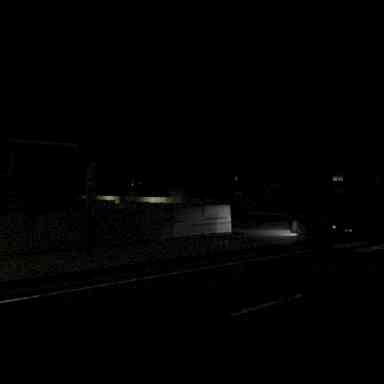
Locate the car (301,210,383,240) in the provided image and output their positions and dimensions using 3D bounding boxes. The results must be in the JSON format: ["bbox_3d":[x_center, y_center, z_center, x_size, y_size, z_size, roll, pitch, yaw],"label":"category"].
[{"bbox_3d":[8.027,1.552,15.853,5.357,1.411,2.033,0,0,21],"label":"car"}]
